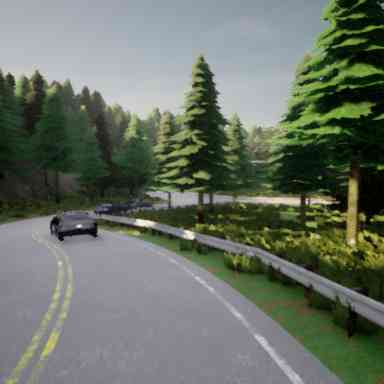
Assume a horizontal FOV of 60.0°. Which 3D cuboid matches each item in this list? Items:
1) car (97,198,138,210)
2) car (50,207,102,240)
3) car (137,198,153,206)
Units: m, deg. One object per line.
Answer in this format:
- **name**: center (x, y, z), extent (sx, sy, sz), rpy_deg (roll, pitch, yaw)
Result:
- **car**: center (-8.395, 1.775, 36.174), extent (2.033, 1.411, 5.357), rpy_deg (2, 1, 21)
- **car**: center (-6.493, 1.677, 18.075), extent (1.994, 1.385, 4.181), rpy_deg (-3, 1, -29)
- **car**: center (-7.112, 1.492, 44.214), extent (1.994, 1.385, 4.181), rpy_deg (3, 4, 39)
